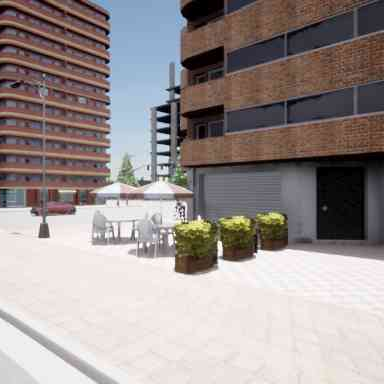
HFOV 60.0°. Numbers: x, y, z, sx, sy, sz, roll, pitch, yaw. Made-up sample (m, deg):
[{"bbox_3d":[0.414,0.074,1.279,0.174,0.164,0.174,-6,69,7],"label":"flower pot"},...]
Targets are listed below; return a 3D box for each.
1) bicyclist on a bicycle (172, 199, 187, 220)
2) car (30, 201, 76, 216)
[{"bbox_3d":[-0.968,1.356,25.431,1.656,1.620,0.582,0,0,41],"label":"bicyclist on a bicycle"},{"bbox_3d":[-13.650,1.619,32.927,1.994,1.385,4.181,0,0,42],"label":"car"}]
